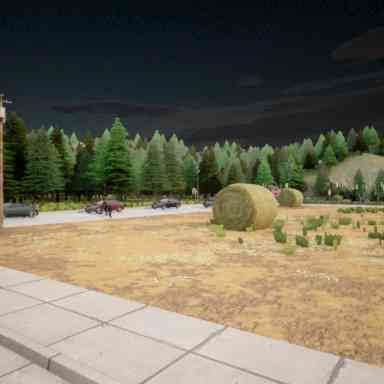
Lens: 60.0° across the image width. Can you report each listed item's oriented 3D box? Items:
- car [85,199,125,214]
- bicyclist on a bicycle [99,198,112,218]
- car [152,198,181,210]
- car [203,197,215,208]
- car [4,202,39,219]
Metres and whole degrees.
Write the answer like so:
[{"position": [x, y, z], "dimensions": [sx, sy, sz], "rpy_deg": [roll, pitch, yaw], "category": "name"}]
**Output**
[{"position": [-9.454, 1.552, 36.333], "dimensions": [1.812, 1.442, 4.674], "rpy_deg": [0, 0, 36], "category": "car"}, {"position": [-7.034, 1.327, 27.028], "dimensions": [1.656, 1.620, 0.582], "rpy_deg": [0, 0, 36], "category": "bicyclist on a bicycle"}, {"position": [-3.373, 1.552, 44.560], "dimensions": [1.812, 1.442, 4.674], "rpy_deg": [0, 0, 37], "category": "car"}, {"position": [3.501, 1.518, 47.782], "dimensions": [2.128, 1.511, 4.902], "rpy_deg": [0, 0, 37], "category": "car"}, {"position": [-15.367, 1.591, 28.341], "dimensions": [1.994, 1.385, 4.181], "rpy_deg": [0, 0, 36], "category": "car"}]
